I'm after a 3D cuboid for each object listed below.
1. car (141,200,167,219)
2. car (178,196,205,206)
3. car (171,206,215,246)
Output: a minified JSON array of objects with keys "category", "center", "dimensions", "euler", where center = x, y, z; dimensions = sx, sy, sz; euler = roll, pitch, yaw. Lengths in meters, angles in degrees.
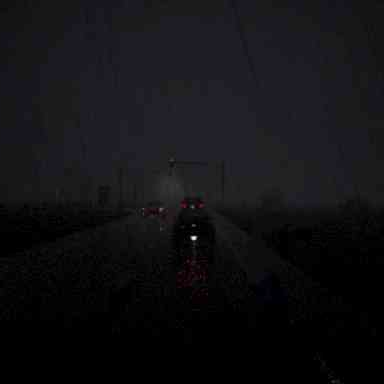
[{"category":"car","center":[-3.597,1.620,32.358],"dimensions":[2.097,1.767,4.553],"euler":[0,0,0]},{"category":"car","center":[0.048,1.477,31.615],"dimensions":[2.150,2.045,5.566],"euler":[0,-1,0]},{"category":"car","center":[0.073,1.640,15.998],"dimensions":[1.837,1.490,4.892],"euler":[0,-1,0]}]
